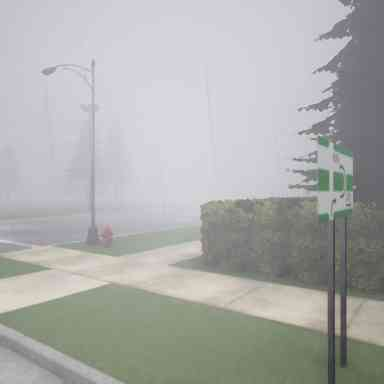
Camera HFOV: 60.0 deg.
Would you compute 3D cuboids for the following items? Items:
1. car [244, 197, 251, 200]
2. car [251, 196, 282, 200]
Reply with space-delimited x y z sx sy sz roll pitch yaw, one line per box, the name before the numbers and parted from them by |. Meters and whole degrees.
car | 10.548 1.547 57.644 2.033 1.411 5.357 0 0 38
car | 10.183 1.526 45.271 1.812 1.442 4.674 0 0 36
